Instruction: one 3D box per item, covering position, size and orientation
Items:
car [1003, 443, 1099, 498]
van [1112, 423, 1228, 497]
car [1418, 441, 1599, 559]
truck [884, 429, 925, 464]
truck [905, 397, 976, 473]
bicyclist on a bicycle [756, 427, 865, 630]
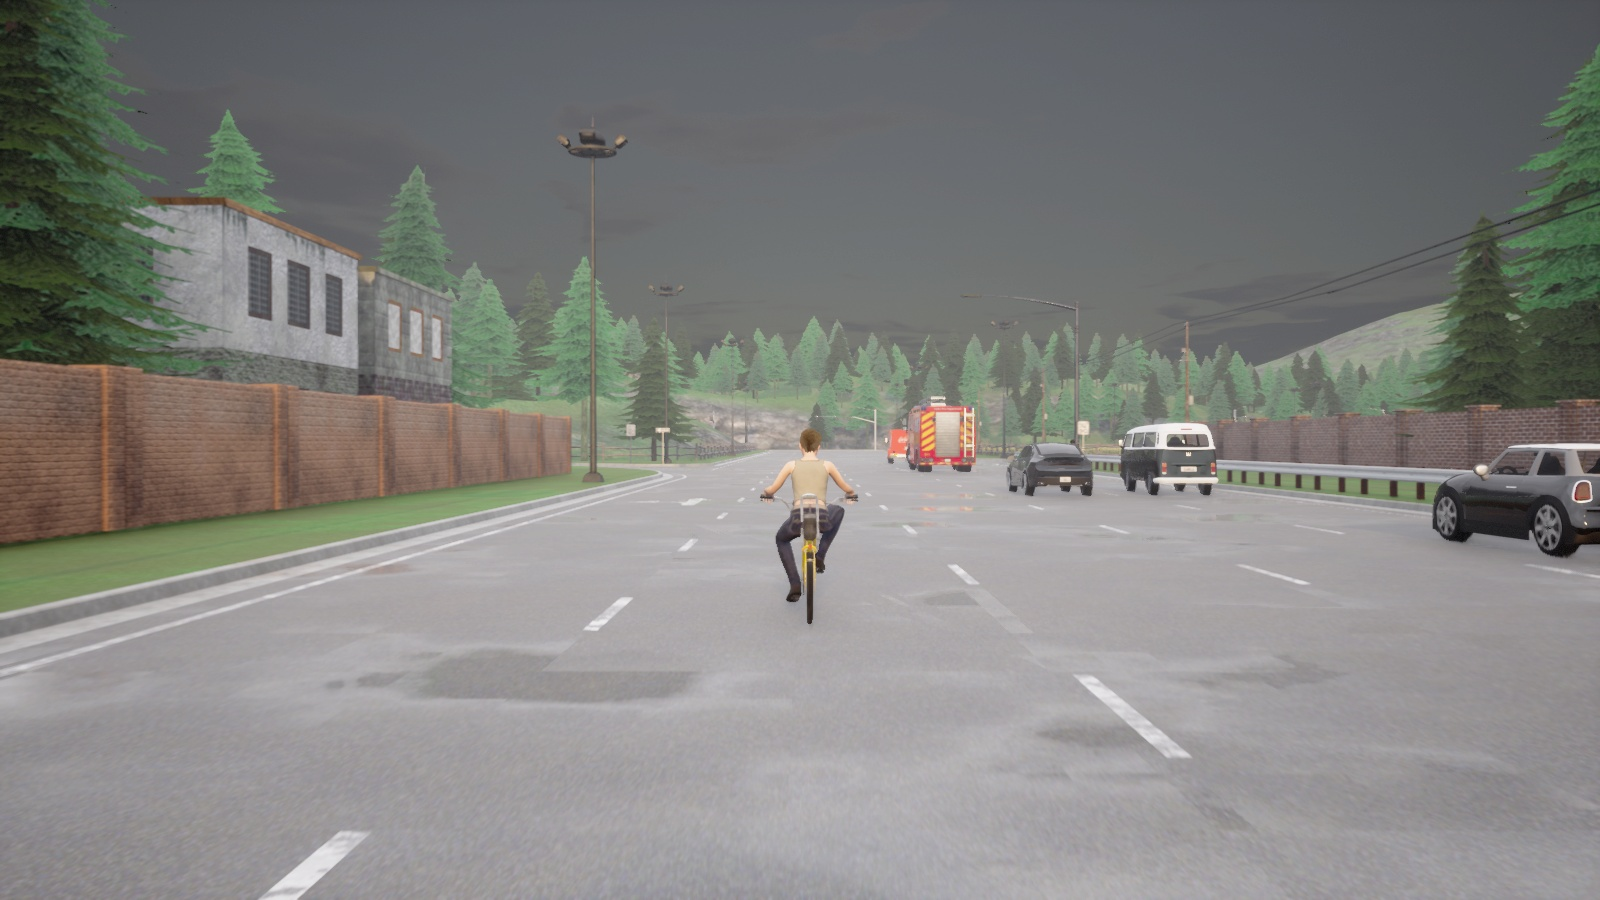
[{"bbox_3d":[7.222,0.551,36.553,1.837,1.490,4.892,0,0,0],"label":"car"},{"bbox_3d":[10.723,0.271,36.747,2.069,2.038,4.480,0,0,0],"label":"van"},{"bbox_3d":[10.615,0.621,17.662,1.970,1.475,3.806,0,0,0],"label":"car"},{"bbox_3d":[7.530,-0.243,90.986,2.627,2.467,5.204,0,1,0],"label":"truck"},{"bbox_3d":[7.396,-0.791,67.130,2.891,3.827,8.468,0,0,0],"label":"truck"},{"bbox_3d":[0.081,0.622,10.747,0.866,1.612,1.509,0,0,0],"label":"bicyclist on a bicycle"}]
